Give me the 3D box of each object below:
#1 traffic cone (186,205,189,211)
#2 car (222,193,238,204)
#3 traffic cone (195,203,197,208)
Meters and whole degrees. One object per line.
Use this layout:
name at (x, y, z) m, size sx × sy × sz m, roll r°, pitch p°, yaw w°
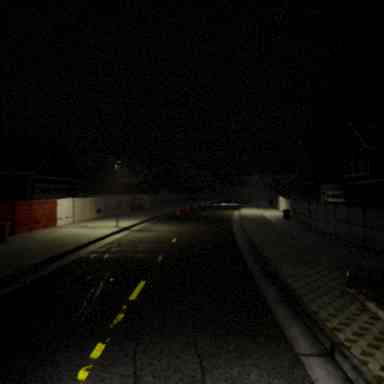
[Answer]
traffic cone at (-0.500, 1.742, 36.644) m, size 0.340 × 0.580 × 0.340 m, roll 0°, pitch 0°, yaw 10°
car at (6.504, 1.044, 56.662) m, size 2.097 × 1.767 × 4.553 m, roll 0°, pitch 0°, yaw 17°
traffic cone at (0.456, 1.718, 41.612) m, size 0.340 × 0.580 × 0.340 m, roll 0°, pitch 0°, yaw 12°
